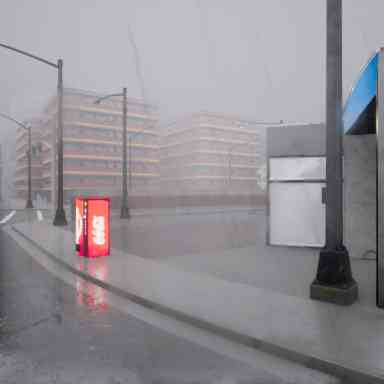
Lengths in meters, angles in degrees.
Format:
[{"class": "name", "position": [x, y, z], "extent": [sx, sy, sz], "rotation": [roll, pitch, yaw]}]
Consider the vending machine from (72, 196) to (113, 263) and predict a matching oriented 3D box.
[{"class": "vending machine", "position": [-3.349, 1.195, 11.238], "extent": [1.100, 2.100, 0.880], "rotation": [0, 0, -36]}]
